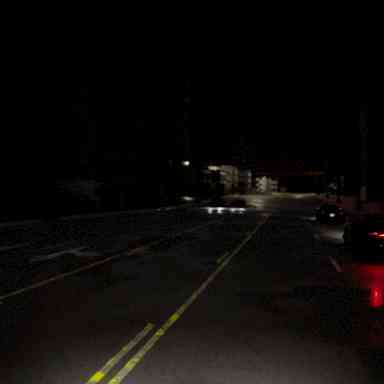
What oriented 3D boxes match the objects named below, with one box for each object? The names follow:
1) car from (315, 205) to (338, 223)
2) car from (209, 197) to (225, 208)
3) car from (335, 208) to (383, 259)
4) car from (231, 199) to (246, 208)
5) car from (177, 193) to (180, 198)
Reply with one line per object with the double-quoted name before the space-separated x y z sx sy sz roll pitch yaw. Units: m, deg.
"car" 11.435 1.772 27.707 1.994 1.385 4.181 1 0 17
"car" 4.043 1.656 52.940 1.837 1.490 4.892 1 0 17
"car" 7.099 1.600 12.785 2.128 1.511 4.902 1 0 17
"car" 7.303 1.737 51.629 2.033 1.411 5.357 1 0 17
"car" -4.344 0.728 79.279 1.970 1.475 3.806 1 2 16
